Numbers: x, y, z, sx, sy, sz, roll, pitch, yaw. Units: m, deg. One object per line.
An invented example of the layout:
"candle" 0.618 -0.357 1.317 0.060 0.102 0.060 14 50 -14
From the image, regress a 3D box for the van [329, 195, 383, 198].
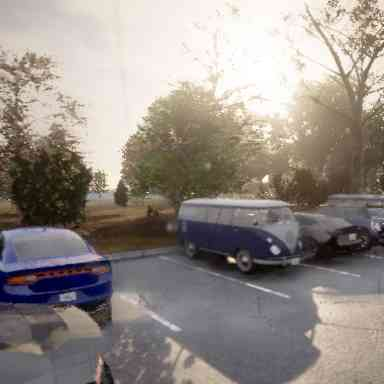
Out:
"van" 8.167 1.117 15.560 1.878 1.987 4.442 -1 0 -35

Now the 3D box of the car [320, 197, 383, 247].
"car" 5.855 1.254 13.729 2.185 1.767 4.553 -1 0 -35

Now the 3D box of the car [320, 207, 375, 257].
"car" 3.624 1.442 12.215 2.163 1.488 4.792 -1 0 -36

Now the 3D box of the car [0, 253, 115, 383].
"car" -2.835 1.485 1.651 4.902 1.511 2.128 0 0 -35

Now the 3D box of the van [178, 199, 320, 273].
"van" 1.408 1.221 10.450 1.878 1.987 4.442 -1 1 -35

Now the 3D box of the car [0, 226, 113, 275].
"car" -3.363 1.484 7.189 2.097 1.535 5.008 1 0 -35
